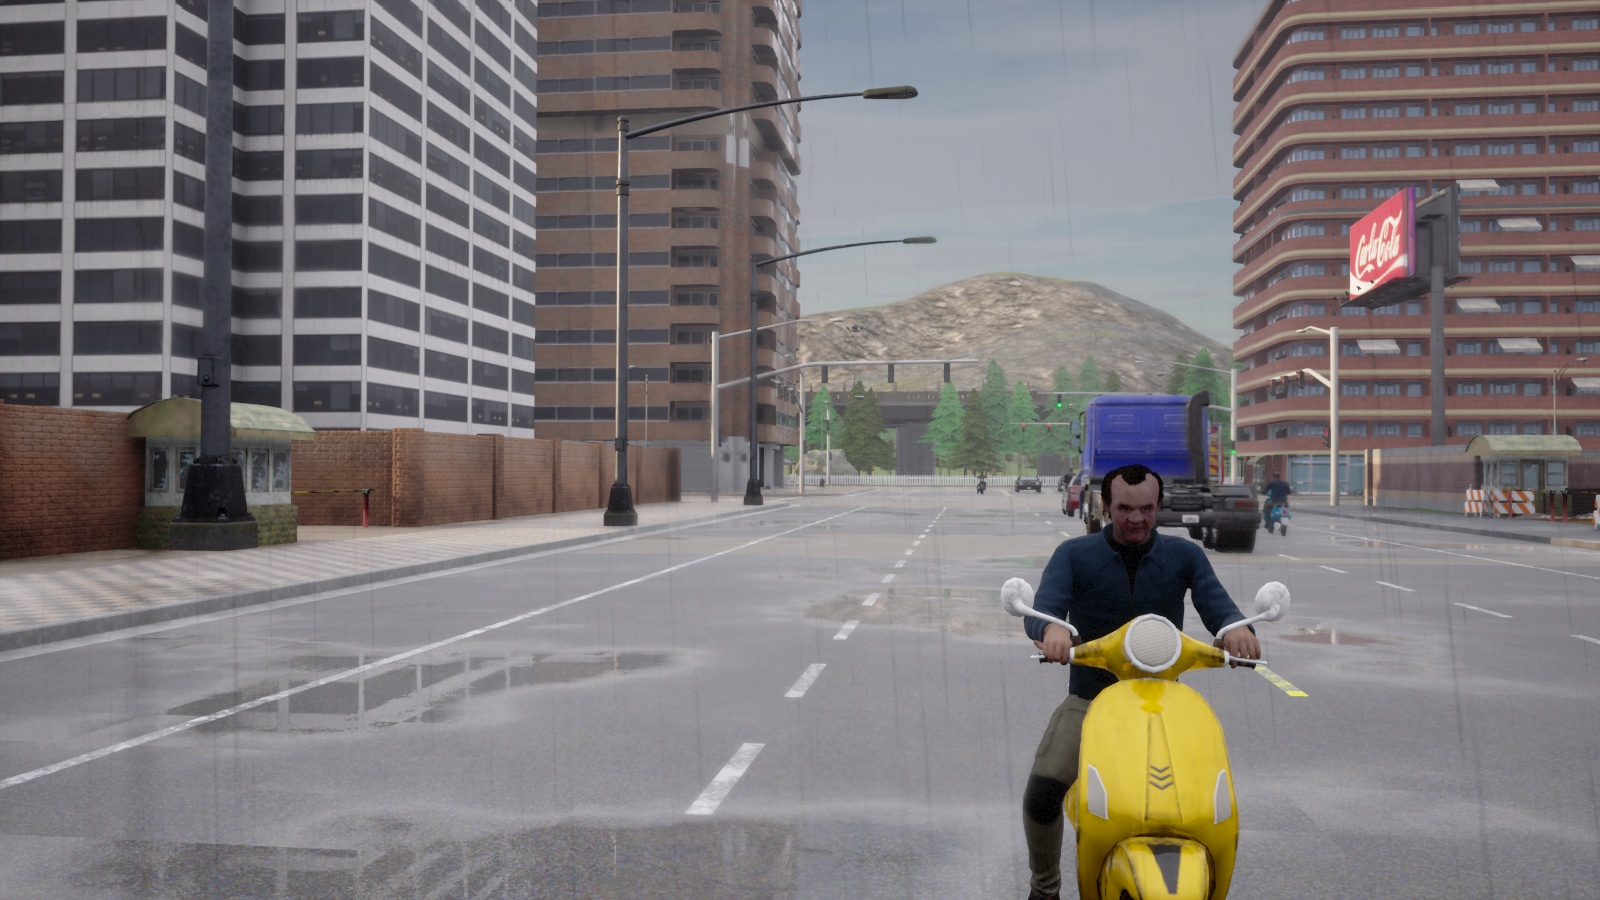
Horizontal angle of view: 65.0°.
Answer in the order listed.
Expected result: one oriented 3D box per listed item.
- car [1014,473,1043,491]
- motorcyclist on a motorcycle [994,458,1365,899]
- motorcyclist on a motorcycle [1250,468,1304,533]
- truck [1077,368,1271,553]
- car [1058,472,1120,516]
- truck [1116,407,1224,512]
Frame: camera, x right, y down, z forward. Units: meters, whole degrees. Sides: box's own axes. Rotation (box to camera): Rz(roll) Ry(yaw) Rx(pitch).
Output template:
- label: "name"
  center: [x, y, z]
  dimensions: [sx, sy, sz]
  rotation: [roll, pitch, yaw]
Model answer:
- label: "car"
  center: [17.337, 2.444, 95.418]
  dimensions: [1.895, 1.301, 4.718]
  rotation: [0, -1, 8]
- label: "motorcyclist on a motorcycle"
  center: [1.080, 0.831, 4.042]
  dimensions: [0.866, 1.590, 1.817]
  rotation: [0, -1, 8]
- label: "motorcyclist on a motorcycle"
  center: [11.979, 1.249, 31.566]
  dimensions: [0.866, 1.590, 1.817]
  rotation: [0, -1, 8]
- label: "truck"
  center: [7.881, 0.263, 27.556]
  dimensions: [2.891, 3.462, 7.936]
  rotation: [0, -1, 8]
- label: "car"
  center: [10.313, 1.541, 44.976]
  dimensions: [1.845, 1.501, 3.633]
  rotation: [0, -1, 8]
- label: "truck"
  center: [14.539, 0.429, 49.998]
  dimensions: [2.891, 3.827, 8.468]
  rotation: [0, -1, 8]
